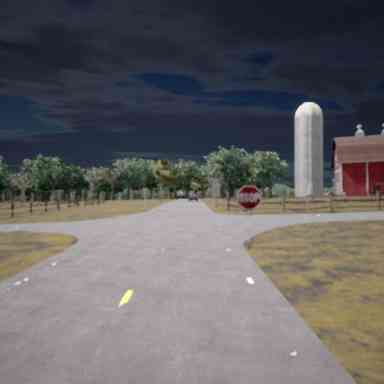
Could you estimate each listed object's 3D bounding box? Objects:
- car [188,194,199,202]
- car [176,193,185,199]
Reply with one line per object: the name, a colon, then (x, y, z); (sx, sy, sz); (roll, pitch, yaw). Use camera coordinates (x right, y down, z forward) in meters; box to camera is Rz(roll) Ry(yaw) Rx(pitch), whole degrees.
car: (0.309, 1.227, 68.315); (1.837, 1.490, 4.892); (0, 0, 0)
car: (-2.419, 0.900, 72.938); (2.033, 1.411, 5.357); (0, 0, 0)
